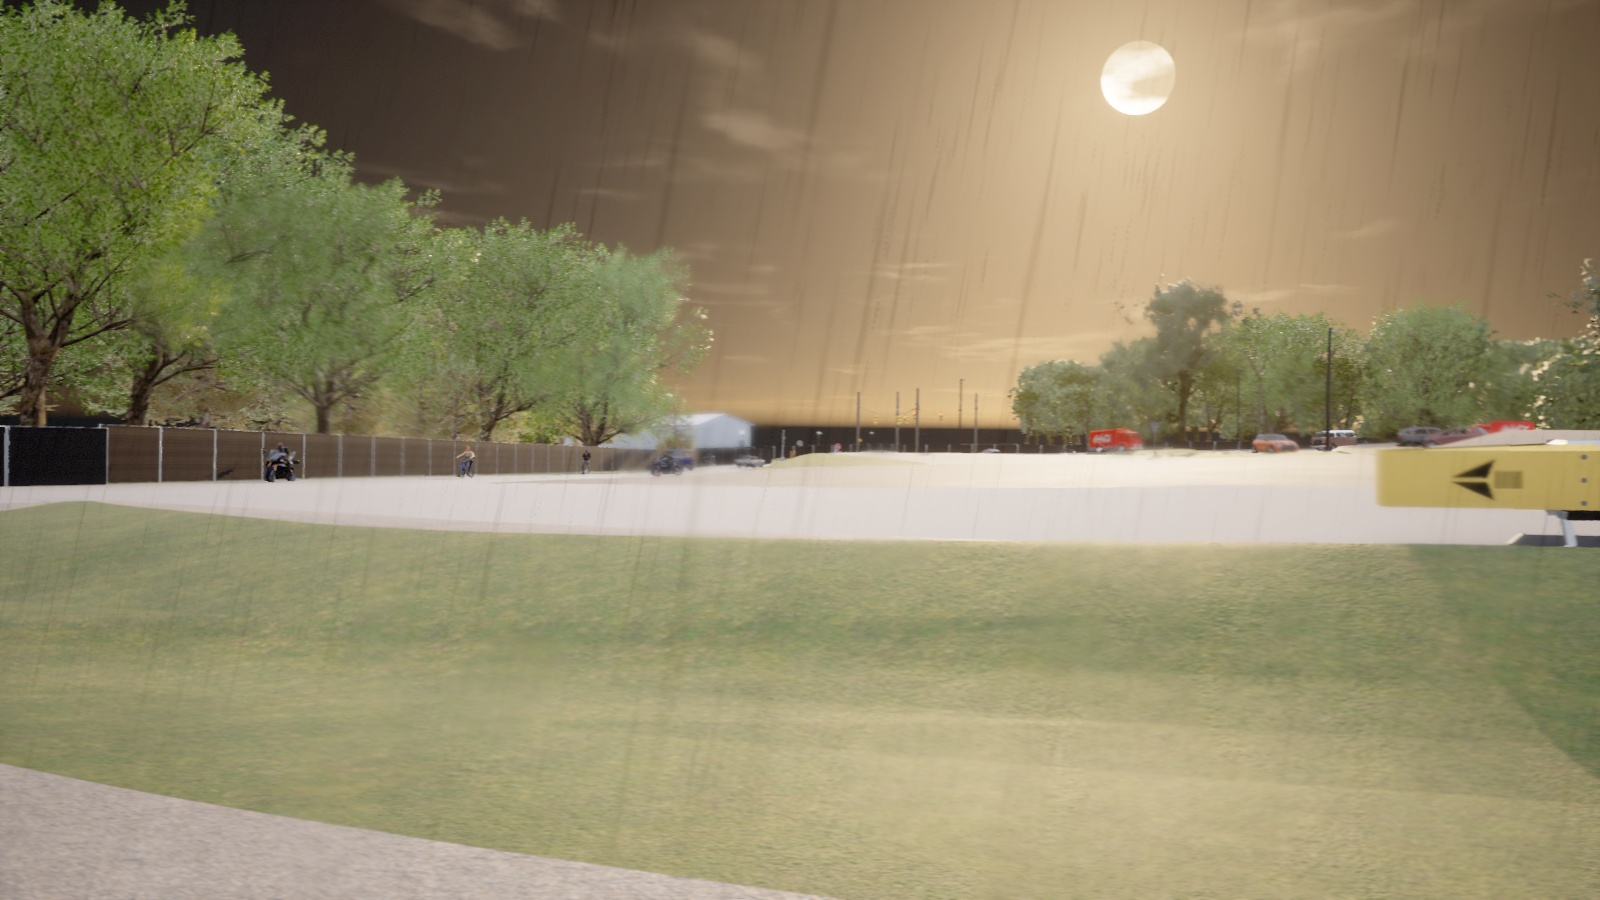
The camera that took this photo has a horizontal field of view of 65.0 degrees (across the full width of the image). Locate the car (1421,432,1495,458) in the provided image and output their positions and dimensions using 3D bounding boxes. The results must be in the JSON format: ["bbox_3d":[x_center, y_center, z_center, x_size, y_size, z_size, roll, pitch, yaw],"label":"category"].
[{"bbox_3d":[40.424,-0.314,77.184,3.633,1.501,1.845,-2,0,42],"label":"car"}]

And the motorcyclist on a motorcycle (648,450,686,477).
[{"bbox_3d":[-7.983,0.815,75.486,2.191,1.530,0.866,-1,-1,-42],"label":"motorcyclist on a motorcycle"}]

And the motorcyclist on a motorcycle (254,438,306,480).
[{"bbox_3d":[-19.466,0.343,47.076,0.866,1.530,2.191,2,0,3],"label":"motorcyclist on a motorcycle"}]
